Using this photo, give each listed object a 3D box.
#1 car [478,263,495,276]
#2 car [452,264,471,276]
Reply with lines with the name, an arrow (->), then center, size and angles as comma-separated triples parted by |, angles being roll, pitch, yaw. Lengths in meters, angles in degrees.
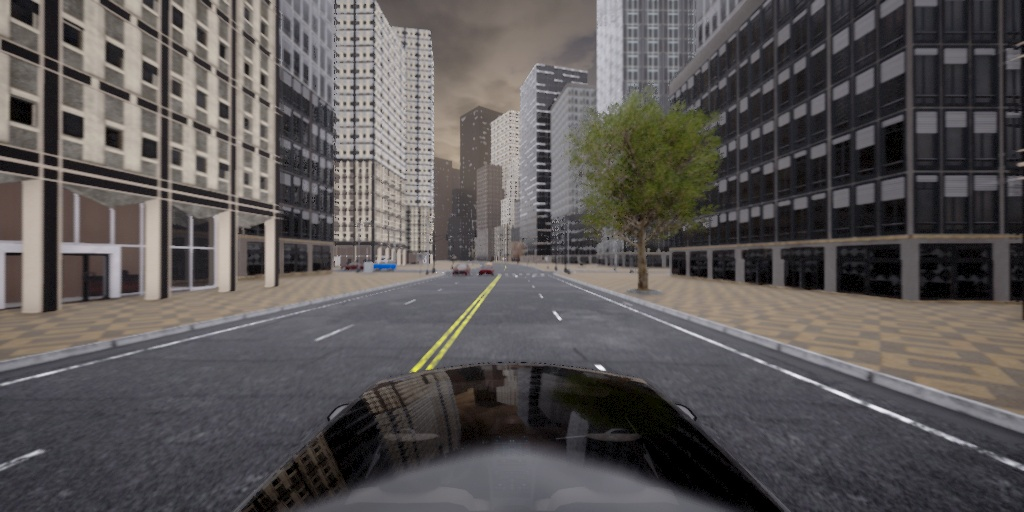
car -> -3.250, 1.915, 46.555 | 1.895, 1.301, 4.718 | 0, -1, 0
car -> -6.499, 1.795, 46.669 | 1.882, 1.535, 5.008 | 0, -1, 0
